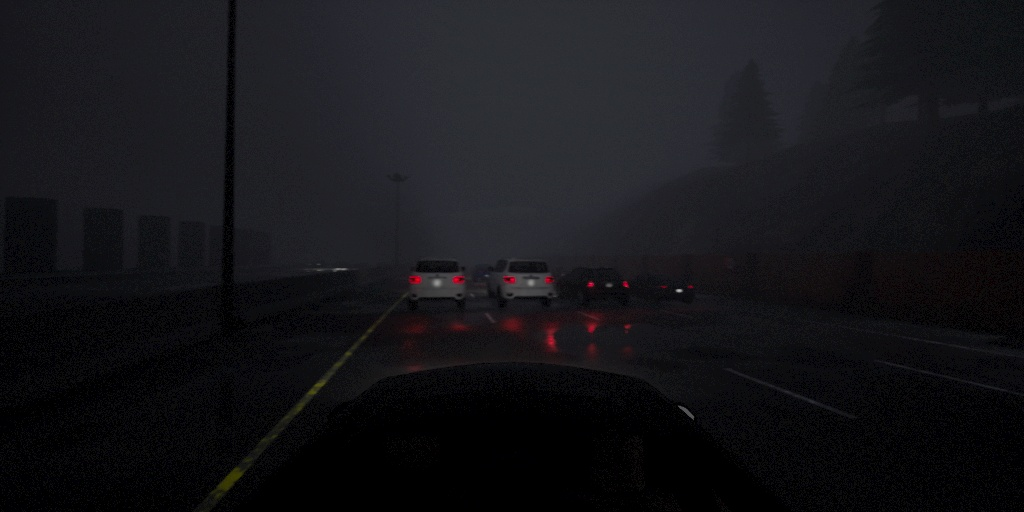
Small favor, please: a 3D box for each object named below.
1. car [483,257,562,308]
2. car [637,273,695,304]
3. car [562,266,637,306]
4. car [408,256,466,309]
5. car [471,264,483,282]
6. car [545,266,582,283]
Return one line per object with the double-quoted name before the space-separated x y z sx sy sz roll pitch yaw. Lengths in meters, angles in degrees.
"car" 0.222 1.087 16.268 2.150 2.045 5.566 1 0 -11
"car" 7.042 1.521 17.883 1.994 1.385 4.181 1 0 -11
"car" 3.646 1.263 17.001 2.097 1.767 4.553 1 -1 -11
"car" -3.216 1.045 15.619 2.150 2.045 5.566 1 0 -11
"car" -2.475 1.442 31.336 1.882 1.535 5.008 1 0 -10
"car" 4.480 1.646 32.168 1.895 1.301 4.718 1 0 -10
